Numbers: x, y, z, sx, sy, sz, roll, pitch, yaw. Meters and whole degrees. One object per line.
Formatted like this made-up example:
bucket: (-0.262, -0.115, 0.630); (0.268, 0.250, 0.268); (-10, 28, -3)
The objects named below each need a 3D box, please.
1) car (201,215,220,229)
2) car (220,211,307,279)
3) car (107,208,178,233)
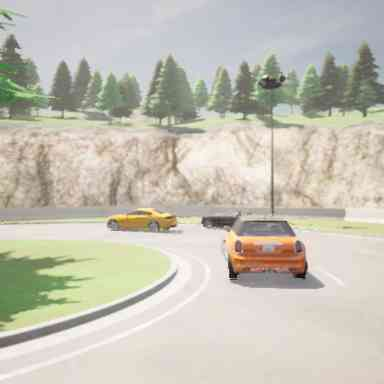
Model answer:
car: (2.911, 1.982, 23.214); (4.718, 1.301, 1.895); (-1, -1, 40)
car: (2.132, 1.530, 10.800); (2.097, 1.767, 4.553); (-1, -1, 4)
car: (-3.438, 1.865, 22.695); (5.008, 1.535, 1.882); (-1, -2, 21)
